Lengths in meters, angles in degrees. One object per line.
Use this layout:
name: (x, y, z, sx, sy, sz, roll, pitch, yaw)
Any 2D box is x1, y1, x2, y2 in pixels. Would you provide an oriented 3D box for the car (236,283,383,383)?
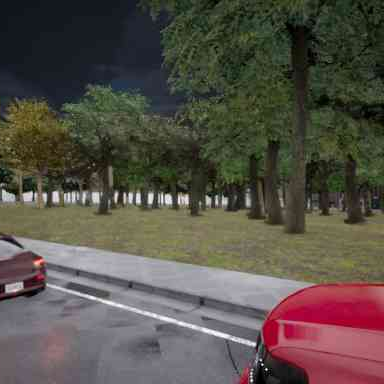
car: (2.944, 1.222, 1.586, 5.566, 2.045, 2.150, 0, 0, 35)

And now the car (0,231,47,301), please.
car: (-5.015, 1.523, 7.243, 4.674, 1.442, 1.812, 0, 0, 36)
